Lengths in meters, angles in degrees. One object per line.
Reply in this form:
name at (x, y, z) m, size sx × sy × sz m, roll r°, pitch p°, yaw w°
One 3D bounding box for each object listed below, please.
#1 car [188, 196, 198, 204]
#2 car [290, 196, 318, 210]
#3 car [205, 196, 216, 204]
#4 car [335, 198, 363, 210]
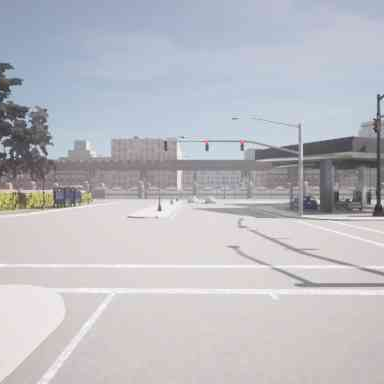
car at (0.160, 1.525, 66.102) m, size 1.812 × 1.442 × 4.674 m, roll 0°, pitch 0°, yaw 0°
car at (13.244, 1.295, 39.635) m, size 2.242 × 1.667 × 4.611 m, roll 0°, pitch 0°, yaw 0°
car at (3.554, 1.525, 64.319) m, size 1.812 × 1.442 × 4.674 m, roll 0°, pitch 0°, yaw 0°
car at (18.989, 1.456, 40.393) m, size 1.970 × 1.475 × 3.806 m, roll 0°, pitch 0°, yaw 0°
